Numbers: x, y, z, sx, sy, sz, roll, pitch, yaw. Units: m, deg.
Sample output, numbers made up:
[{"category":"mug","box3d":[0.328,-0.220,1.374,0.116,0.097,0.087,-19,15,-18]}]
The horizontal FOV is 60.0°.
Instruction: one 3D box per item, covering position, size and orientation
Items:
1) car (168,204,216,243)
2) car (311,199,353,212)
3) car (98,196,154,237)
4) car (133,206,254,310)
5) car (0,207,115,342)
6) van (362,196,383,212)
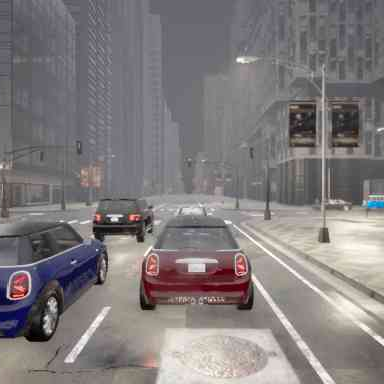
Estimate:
[{"category":"car","box3d":[0.050,1.491,17.147,2.128,1.511,4.902,0,0,2]},{"category":"car","box3d":[15.789,1.513,37.567,4.403,1.369,2.008,0,0,0]},{"category":"car","box3d":[-3.188,1.222,16.352,2.150,2.045,5.566,0,0,0]},{"category":"car","box3d":[0.081,1.352,7.960,2.097,1.767,4.553,0,0,0]},{"category":"car","box3d":[-3.166,1.352,6.640,2.097,1.767,4.553,0,0,0]},{"category":"van","box3d":[21.407,1.292,37.556,3.998,1.788,1.690,0,0,0]}]
